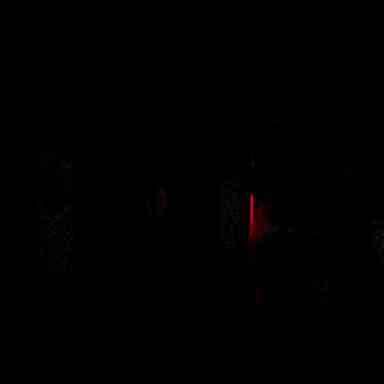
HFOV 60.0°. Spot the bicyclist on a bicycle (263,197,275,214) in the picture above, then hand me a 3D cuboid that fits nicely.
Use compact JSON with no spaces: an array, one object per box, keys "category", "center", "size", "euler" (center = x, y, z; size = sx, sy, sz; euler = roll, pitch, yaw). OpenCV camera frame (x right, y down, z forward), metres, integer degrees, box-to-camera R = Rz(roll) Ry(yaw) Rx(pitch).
[{"category":"bicyclist on a bicycle","center":[7.417,1.349,32.129],"size":[1.656,1.620,0.582],"euler":[0,0,-36]}]
